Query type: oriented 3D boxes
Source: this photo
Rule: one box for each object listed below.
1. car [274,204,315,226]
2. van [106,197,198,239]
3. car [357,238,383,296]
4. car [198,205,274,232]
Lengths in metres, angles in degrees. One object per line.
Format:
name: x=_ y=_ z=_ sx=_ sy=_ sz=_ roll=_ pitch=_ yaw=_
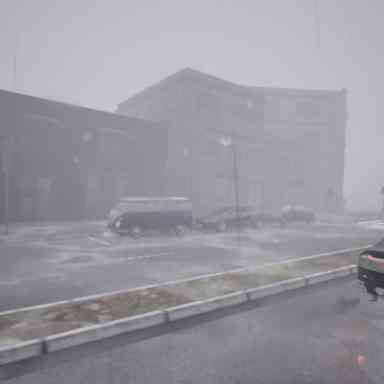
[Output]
car: x=6.861 y=1.569 z=23.627 sx=4.674 sy=1.452 sz=2.002 roll=0 pitch=-2 yaw=-36
van: x=-2.153 y=1.262 z=17.139 sx=4.442 sy=1.987 sz=1.878 roll=0 pitch=0 yaw=-36
car: x=5.642 y=1.522 z=7.466 sx=4.902 sy=1.511 sz=2.128 roll=0 pitch=0 yaw=-36
car: x=2.405 y=1.538 z=20.410 sx=4.792 sy=1.488 sz=2.163 roll=0 pitch=0 yaw=-36
